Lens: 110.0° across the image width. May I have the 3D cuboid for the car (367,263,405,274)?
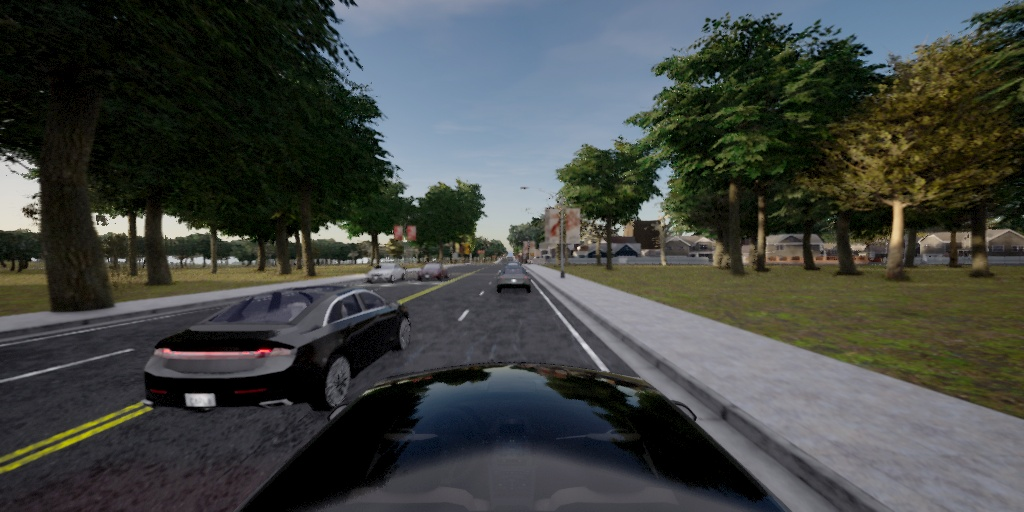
[{"bbox_3d":[-9.831,1.300,28.220,1.812,1.442,4.674,0,0,0],"label":"car"}]

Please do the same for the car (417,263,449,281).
[{"bbox_3d":[-6.574,1.305,30.155,1.812,1.442,4.674,0,0,0],"label":"car"}]

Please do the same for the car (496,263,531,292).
[{"bbox_3d":[0.103,1.326,21.510,1.994,1.385,4.181,0,0,0],"label":"car"}]

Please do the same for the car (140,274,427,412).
[{"bbox_3d":[-3.149,1.241,6.049,2.128,1.511,4.902,0,0,0],"label":"car"}]
